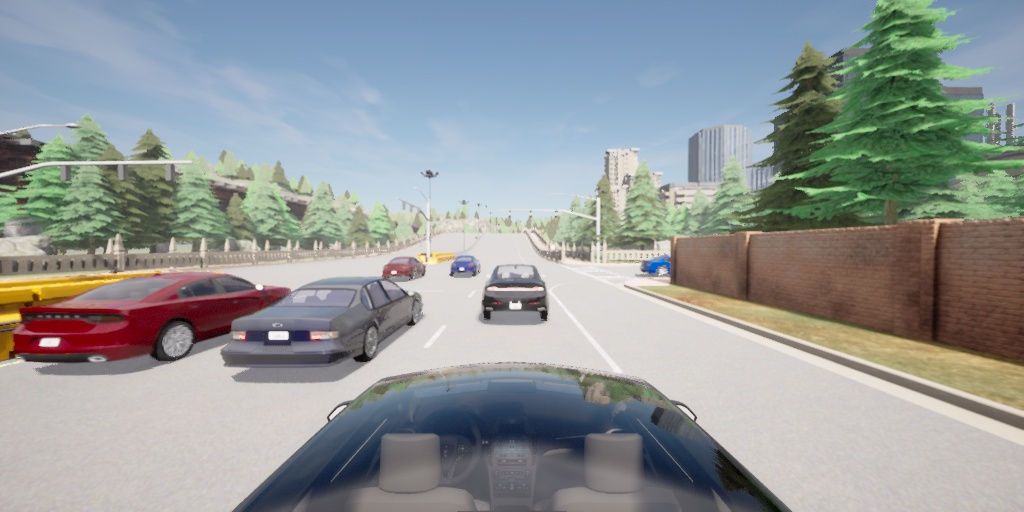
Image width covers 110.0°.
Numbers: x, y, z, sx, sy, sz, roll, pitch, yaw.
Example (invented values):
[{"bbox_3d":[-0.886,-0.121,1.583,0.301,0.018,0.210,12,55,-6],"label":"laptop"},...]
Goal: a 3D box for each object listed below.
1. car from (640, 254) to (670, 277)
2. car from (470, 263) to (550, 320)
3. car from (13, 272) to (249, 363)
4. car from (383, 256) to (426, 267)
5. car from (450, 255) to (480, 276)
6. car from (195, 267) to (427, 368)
[{"bbox_3d":[11.571,0.651,25.035,5.008,1.535,1.882,0,1,0],"label":"car"},{"bbox_3d":[0.127,1.000,11.430,2.128,1.511,4.902,0,1,1],"label":"car"},{"bbox_3d":[-6.899,1.076,7.826,1.882,1.535,5.008,0,1,0],"label":"car"},{"bbox_3d":[-6.896,0.742,23.282,1.812,1.442,4.674,0,1,0],"label":"car"},{"bbox_3d":[-3.396,0.661,26.580,1.812,1.442,4.674,0,1,0],"label":"car"},{"bbox_3d":[-3.399,1.148,7.725,2.033,1.411,5.357,0,1,0],"label":"car"}]
